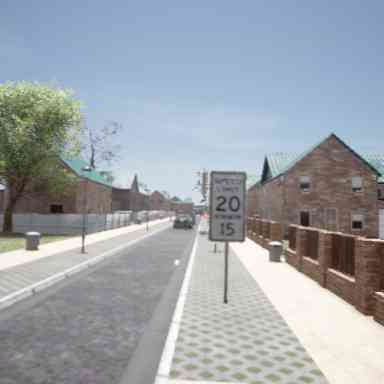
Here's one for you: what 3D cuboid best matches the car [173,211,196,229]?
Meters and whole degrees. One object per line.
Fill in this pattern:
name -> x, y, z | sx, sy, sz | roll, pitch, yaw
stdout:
car -> -0.988, 3.374, 39.209 | 2.097, 1.767, 4.553 | 2, -3, 3

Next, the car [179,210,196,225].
car -> -0.617, 3.853, 50.540 | 2.150, 2.045, 5.566 | 2, -3, 2
